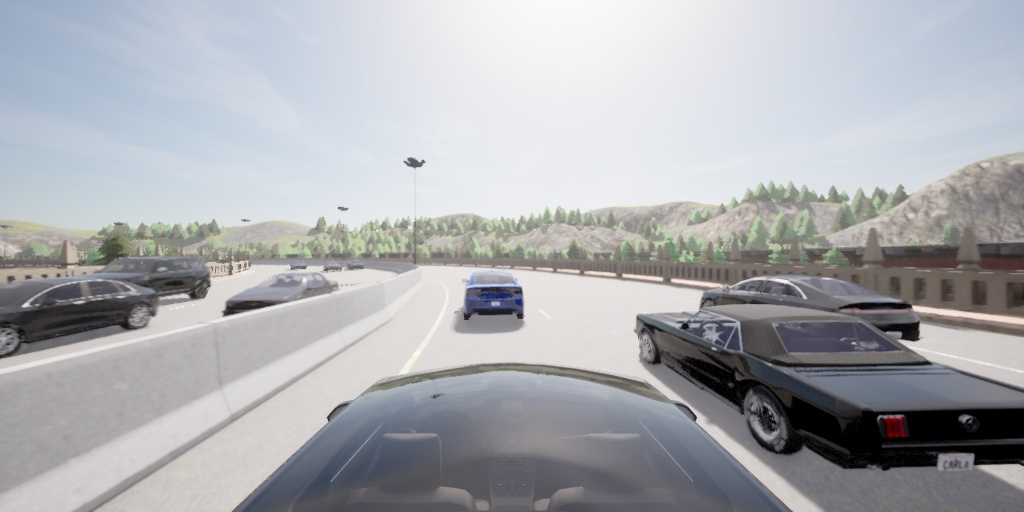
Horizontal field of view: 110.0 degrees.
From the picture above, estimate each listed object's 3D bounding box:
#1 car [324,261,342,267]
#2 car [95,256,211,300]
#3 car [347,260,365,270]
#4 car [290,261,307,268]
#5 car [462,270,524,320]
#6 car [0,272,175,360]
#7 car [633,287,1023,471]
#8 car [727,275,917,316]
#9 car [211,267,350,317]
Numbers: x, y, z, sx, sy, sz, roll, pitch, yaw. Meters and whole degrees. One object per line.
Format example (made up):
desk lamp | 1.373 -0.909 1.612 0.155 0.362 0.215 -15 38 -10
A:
car | -23.819 1.360 47.652 1.812 1.442 4.674 0 0 -31
car | -15.362 1.029 15.117 2.150 2.045 5.566 0 0 -10
car | -23.257 1.335 53.354 1.837 1.490 4.892 0 0 -33
car | -31.842 1.412 53.467 2.033 1.411 5.357 0 0 -36
car | -0.756 1.228 12.801 1.882 1.535 5.008 0 0 -7
car | -11.033 1.297 8.402 1.837 1.490 4.892 0 0 -5
car | 3.409 1.337 5.041 1.895 1.301 4.718 0 0 -2
car | 6.644 1.214 8.819 2.128 1.511 4.902 0 0 -4
car | -7.985 1.327 13.150 2.033 1.411 5.357 0 0 -8
